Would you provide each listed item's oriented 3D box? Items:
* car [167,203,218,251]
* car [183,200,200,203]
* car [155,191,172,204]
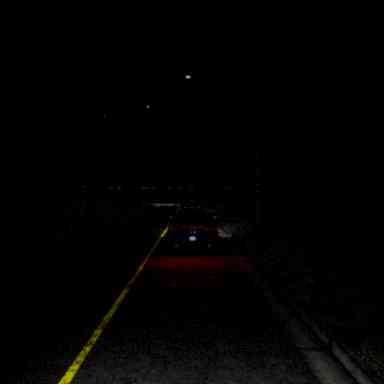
[{"bbox_3d":[0.040,1.455,14.113,1.882,1.535,5.008,0,0,0],"label":"car"},{"bbox_3d":[-0.003,1.412,27.946,2.128,1.511,4.902,0,0,0],"label":"car"},{"bbox_3d":[-4.949,0.925,57.542,2.150,2.045,5.566,0,1,-16],"label":"car"}]
